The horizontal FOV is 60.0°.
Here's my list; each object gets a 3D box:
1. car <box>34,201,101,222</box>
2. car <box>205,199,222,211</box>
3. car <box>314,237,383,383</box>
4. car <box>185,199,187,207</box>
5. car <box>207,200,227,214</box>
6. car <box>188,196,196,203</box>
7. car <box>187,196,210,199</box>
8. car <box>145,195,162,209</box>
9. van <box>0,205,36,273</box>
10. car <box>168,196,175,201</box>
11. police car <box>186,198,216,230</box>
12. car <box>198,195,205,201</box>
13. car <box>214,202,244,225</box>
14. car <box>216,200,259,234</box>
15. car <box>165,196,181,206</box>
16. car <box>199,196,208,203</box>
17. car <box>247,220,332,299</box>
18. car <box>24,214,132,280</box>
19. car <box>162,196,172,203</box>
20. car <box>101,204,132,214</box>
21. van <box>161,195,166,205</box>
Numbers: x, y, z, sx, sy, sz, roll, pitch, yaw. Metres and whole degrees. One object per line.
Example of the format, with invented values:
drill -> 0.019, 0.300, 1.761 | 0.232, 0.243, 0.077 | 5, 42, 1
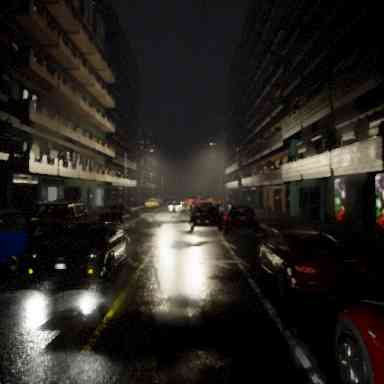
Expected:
car -> -5.699, 1.326, 13.831 | 2.192, 1.841, 5.009 | 0, 0, 0
car -> 2.665, 1.611, 42.126 | 1.887, 1.381, 4.507 | 0, 0, 0
car -> 2.688, 1.441, 2.491 | 1.967, 1.590, 4.097 | 0, 0, 0
car -> -0.029, 1.452, 54.599 | 2.097, 1.767, 4.553 | 0, 0, 0
car -> 2.669, 1.600, 36.461 | 1.887, 1.381, 4.507 | 0, 0, 0
car -> -0.039, 1.565, 72.759 | 1.812, 1.442, 4.674 | 0, 0, 0
car -> 0.724, 1.535, 37.064 | 1.882, 1.535, 5.008 | 0, 0, -3
car -> -5.718, 1.605, 47.633 | 1.752, 1.417, 4.829 | 0, 0, 0
van -> -5.695, 1.344, 8.171 | 1.690, 1.788, 3.998 | 0, 0, 0
car -> -5.744, 1.783, 92.928 | 1.752, 1.417, 4.829 | 0, 0, 0
police car -> 0.789, 1.449, 21.190 | 1.930, 1.638, 5.238 | 0, 0, -2
car -> 2.636, 1.699, 93.078 | 1.967, 1.590, 4.097 | 0, 0, 0
car -> 2.675, 1.557, 25.306 | 1.752, 1.417, 4.829 | 0, 0, 0
car -> 2.678, 1.460, 19.474 | 1.967, 1.590, 4.097 | 0, 0, 0
car -> -3.043, 1.608, 59.018 | 2.128, 1.511, 4.902 | 0, 0, 0
car -> 2.646, 1.733, 76.092 | 2.008, 1.369, 4.403 | 0, 0, 0
car -> 2.685, 1.585, 8.154 | 1.802, 1.307, 4.206 | 0, 0, 0
car -> -3.105, 1.569, 9.839 | 1.994, 1.385, 4.181 | 0, 0, 0
car -> -5.735, 1.622, 76.112 | 1.967, 1.590, 4.097 | 0, 0, 0
car -> -5.705, 1.576, 25.154 | 1.887, 1.381, 4.507 | 0, 0, 0
van -> -5.726, 1.457, 59.127 | 1.690, 1.788, 3.998 | 0, 0, 0
